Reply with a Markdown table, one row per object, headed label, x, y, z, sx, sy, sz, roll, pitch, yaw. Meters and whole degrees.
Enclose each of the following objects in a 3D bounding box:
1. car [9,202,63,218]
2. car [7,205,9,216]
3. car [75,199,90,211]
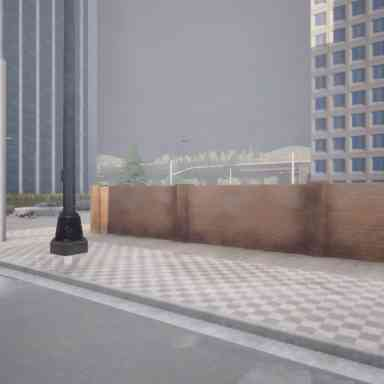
| label | x | y | z | sx | sy | sz | roll | pitch | yaw |
| --- | --- | --- | --- | --- | --- | --- | --- | --- | --- |
| car | -13.373 | 1.601 | 29.922 | 1.895 | 1.301 | 4.718 | 0 | 0 | 35 |
| car | -18.176 | 1.547 | 29.228 | 2.033 | 1.411 | 5.357 | 0 | 0 | 32 |
| car | -12.366 | 1.547 | 37.458 | 2.033 | 1.411 | 5.357 | 0 | 0 | 35 |
